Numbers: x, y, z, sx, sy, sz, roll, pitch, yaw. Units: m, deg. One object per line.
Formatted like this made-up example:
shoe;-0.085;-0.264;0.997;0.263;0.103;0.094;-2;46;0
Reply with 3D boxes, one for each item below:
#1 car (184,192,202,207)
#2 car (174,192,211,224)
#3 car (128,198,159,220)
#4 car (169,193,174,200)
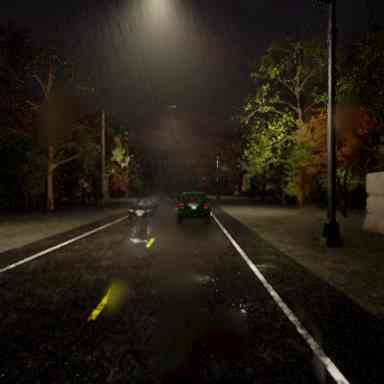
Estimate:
car;0.134;0.944;42.372;2.097;1.767;4.553;0;1;0
car;0.122;1.009;23.172;2.150;2.045;5.566;0;1;0
car;-3.575;1.254;25.238;2.128;1.511;4.902;0;0;0
car;-3.458;0.903;66.195;1.994;1.385;4.181;0;1;0
